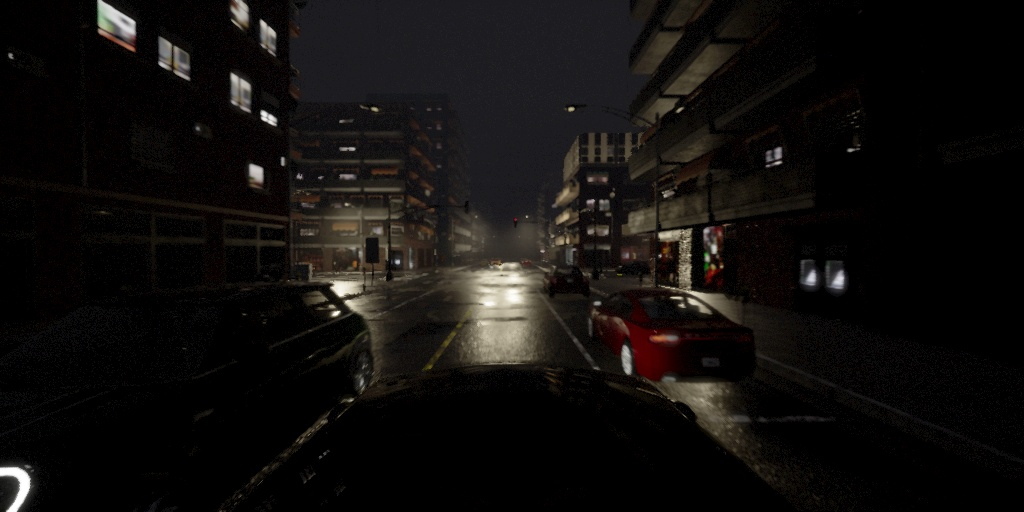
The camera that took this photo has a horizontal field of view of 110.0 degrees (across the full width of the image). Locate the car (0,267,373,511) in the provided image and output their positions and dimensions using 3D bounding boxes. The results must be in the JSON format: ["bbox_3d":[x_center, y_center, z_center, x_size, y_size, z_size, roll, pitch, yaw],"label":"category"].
[{"bbox_3d":[-3.099,1.100,3.383,2.097,1.767,4.553,0,0,0],"label":"car"}]

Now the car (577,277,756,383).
[{"bbox_3d":[2.686,1.290,7.055,1.888,1.381,4.507,0,0,0],"label":"car"}]

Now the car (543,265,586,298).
[{"bbox_3d":[2.681,1.176,18.425,1.967,1.591,4.097,0,0,0],"label":"car"}]

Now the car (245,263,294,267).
[{"bbox_3d":[-20.726,1.526,31.508,4.403,1.370,2.007,0,0,0],"label":"car"}]

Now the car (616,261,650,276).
[{"bbox_3d":[12.637,1.164,33.958,5.357,1.411,2.033,-1,1,0],"label":"car"}]
